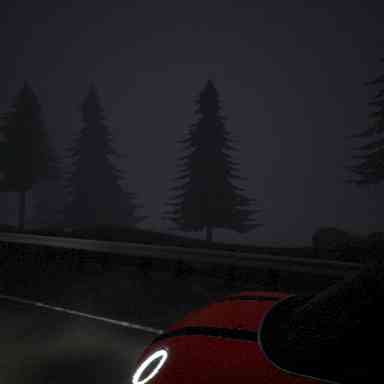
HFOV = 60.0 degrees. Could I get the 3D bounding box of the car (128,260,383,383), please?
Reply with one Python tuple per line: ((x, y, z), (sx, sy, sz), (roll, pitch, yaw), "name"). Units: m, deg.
((1.704, 1.352, 2.447), (4.553, 1.767, 2.097), (0, 0, 26), "car")
